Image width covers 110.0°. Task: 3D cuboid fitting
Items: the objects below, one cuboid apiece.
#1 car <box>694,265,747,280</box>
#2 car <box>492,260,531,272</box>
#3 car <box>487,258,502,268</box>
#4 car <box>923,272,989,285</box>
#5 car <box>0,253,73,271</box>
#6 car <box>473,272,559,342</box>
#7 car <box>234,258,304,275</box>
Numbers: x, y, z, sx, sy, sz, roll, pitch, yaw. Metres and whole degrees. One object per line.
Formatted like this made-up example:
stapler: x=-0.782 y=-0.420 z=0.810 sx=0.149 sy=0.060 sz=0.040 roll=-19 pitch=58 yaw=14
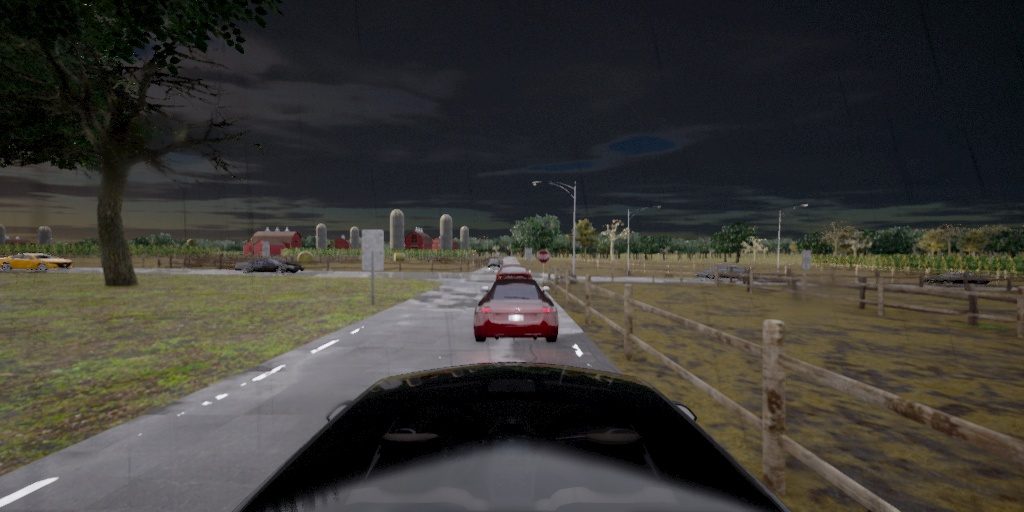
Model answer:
car: x=20.682 y=1.601 z=35.459 sx=4.902 sy=1.511 sz=2.128 roll=1 pitch=1 yaw=0
car: x=0.064 y=1.194 z=19.705 sx=1.882 sy=1.535 sz=5.008 roll=0 pitch=0 yaw=-1
car: x=-2.798 y=1.128 z=55.790 sx=1.837 sy=1.490 sz=4.892 roll=0 pitch=0 yaw=0
car: x=43.740 y=2.277 z=35.536 sx=4.718 sy=1.301 sz=1.895 roll=2 pitch=1 yaw=0
car: x=-42.647 y=0.533 z=32.204 sx=5.008 sy=1.535 sz=1.882 roll=1 pitch=1 yaw=0
car: x=0.099 y=1.301 z=9.739 sx=1.994 sy=1.385 sz=4.181 roll=0 pitch=0 yaw=0
car: x=-21.828 y=0.908 z=32.285 sx=5.357 sy=1.411 sz=2.033 roll=1 pitch=1 yaw=0
